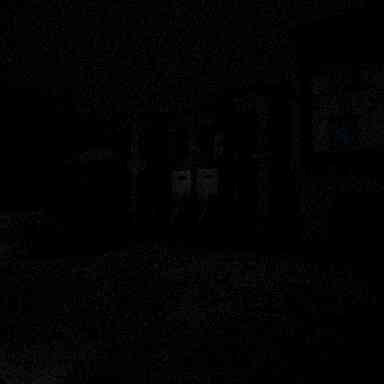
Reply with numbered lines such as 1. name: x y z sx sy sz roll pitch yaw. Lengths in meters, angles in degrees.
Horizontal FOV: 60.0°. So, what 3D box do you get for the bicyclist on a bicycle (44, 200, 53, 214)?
1. bicyclist on a bicycle: -15.849 1.661 36.627 1.656 1.620 0.582 0 1 36
